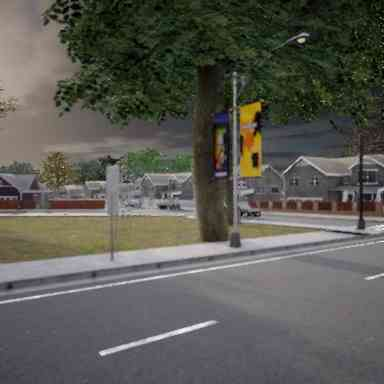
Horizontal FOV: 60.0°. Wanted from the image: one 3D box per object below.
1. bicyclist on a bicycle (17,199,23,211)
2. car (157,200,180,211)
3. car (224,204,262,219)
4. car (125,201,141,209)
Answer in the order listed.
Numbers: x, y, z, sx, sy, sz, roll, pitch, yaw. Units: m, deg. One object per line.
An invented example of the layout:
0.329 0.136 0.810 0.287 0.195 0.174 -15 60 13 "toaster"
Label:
-24.142 1.836 46.690 0.582 1.620 1.656 0 0 -6 "bicyclist on a bicycle"
-3.779 2.064 53.131 2.097 1.767 4.553 0 -1 -35 "car"
5.207 1.989 35.492 1.882 1.535 5.008 0 -1 -35 "car"
-11.320 2.399 63.840 1.812 1.442 4.674 0 0 -35 "car"
